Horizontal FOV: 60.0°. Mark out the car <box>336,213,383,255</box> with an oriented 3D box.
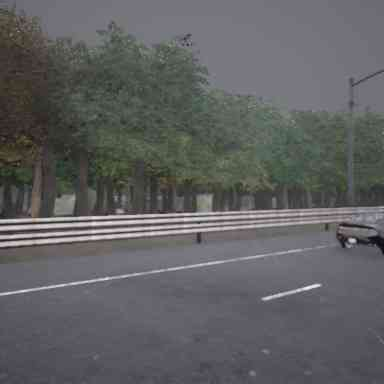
[{"bbox_3d":[7.984,1.628,13.862,4.902,1.511,2.128,1,0,-35],"label":"car"}]
